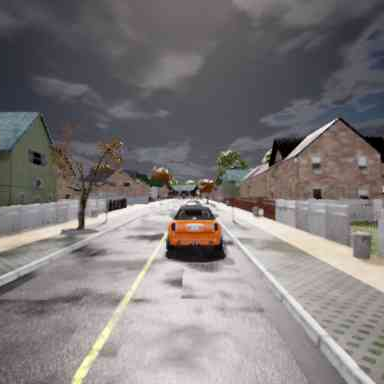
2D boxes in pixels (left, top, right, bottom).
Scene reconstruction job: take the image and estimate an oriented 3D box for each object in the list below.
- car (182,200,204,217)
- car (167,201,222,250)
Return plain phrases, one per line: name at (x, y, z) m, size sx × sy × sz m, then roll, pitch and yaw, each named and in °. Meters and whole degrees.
car at (0.112, 1.599, 33.815) m, size 2.033 × 1.411 × 5.357 m, roll 0°, pitch 0°, yaw 0°
car at (0.105, 1.366, 14.416) m, size 2.097 × 1.767 × 4.553 m, roll 0°, pitch 0°, yaw 0°
